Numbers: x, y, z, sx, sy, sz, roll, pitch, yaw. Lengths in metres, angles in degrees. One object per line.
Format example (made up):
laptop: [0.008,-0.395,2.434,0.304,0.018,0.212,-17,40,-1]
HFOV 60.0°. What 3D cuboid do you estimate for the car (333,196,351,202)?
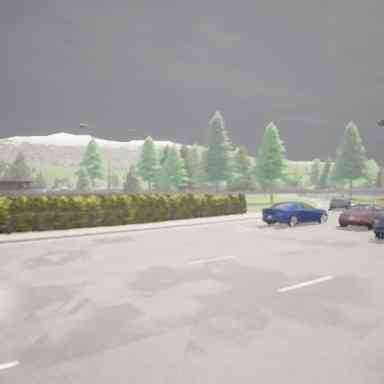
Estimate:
car: [16.355,1.236,36.702,2.128,1.511,4.902,0,0,29]

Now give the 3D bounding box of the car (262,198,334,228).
car: [6.677,1.346,21.402,5.008,1.535,1.882,0,0,-35]

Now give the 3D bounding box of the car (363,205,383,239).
car: [10.080,1.400,15.250,4.674,1.442,1.812,-1,0,-36]

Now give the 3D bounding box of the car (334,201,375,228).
car: [10.656,1.415,19.940,4.181,1.385,1.994,-1,0,-35]
